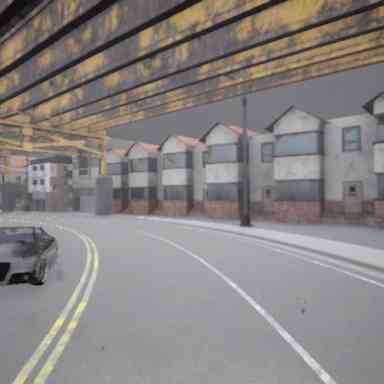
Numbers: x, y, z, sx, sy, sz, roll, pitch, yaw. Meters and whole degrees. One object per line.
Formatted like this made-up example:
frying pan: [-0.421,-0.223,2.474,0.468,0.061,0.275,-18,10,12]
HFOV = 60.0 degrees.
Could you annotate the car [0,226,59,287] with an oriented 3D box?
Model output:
car: [-4.970,1.662,9.312,1.994,1.385,4.181,0,-1,-15]
